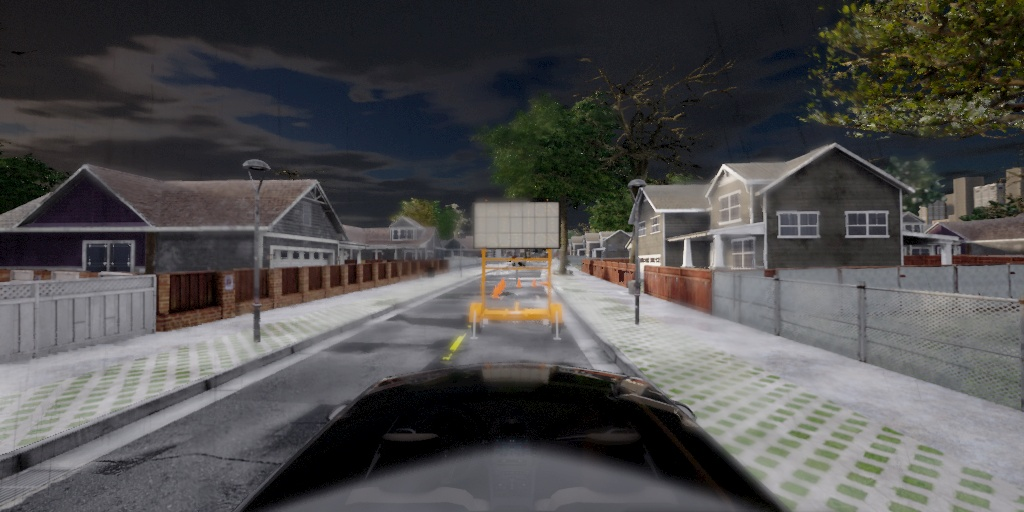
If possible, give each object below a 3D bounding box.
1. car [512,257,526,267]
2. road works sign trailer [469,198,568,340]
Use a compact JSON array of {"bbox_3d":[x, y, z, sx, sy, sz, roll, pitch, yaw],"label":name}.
[{"bbox_3d":[1.192,0.952,60.040,2.097,1.767,4.553,0,0,6],"label":"car"},{"bbox_3d":[0.137,0.217,9.999,2.380,3.560,2.880,0,0,2],"label":"road works sign trailer"}]
